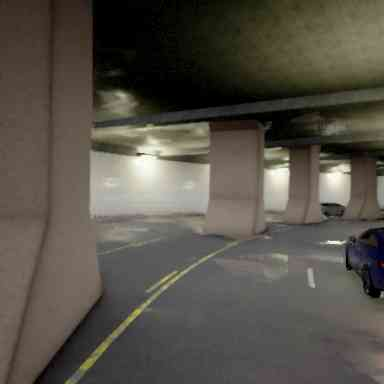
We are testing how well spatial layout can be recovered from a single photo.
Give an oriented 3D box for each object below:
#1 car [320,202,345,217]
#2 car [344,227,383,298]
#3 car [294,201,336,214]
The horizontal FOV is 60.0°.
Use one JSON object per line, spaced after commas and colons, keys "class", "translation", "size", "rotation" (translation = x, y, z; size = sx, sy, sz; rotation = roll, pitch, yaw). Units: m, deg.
{"class": "car", "translation": [14.606, 1.829, 35.697], "size": [4.674, 1.442, 1.812], "rotation": [1, 0, -34]}
{"class": "car", "translation": [5.114, 1.621, 8.387], "size": [1.812, 1.442, 4.674], "rotation": [0, 0, 16]}
{"class": "car", "translation": [14.869, 1.867, 40.103], "size": [5.357, 1.411, 2.033], "rotation": [1, 0, -33]}
